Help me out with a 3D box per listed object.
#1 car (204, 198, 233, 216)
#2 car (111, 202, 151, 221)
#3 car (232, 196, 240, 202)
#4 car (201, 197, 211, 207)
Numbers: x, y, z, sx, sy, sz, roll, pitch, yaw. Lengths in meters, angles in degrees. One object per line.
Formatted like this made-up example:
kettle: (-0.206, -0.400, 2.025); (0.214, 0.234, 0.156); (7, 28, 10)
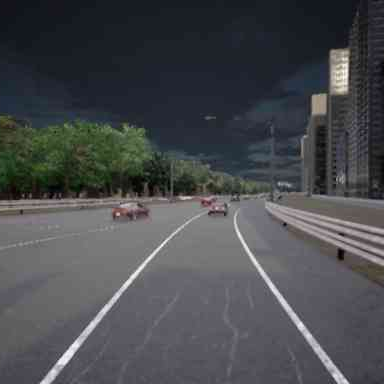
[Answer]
car: (2.765, 1.617, 34.068); (2.033, 1.411, 5.357); (0, 0, 9)
car: (-4.985, 1.530, 27.540); (1.812, 1.442, 4.674); (1, 0, 16)
car: (10.815, 1.812, 82.268); (1.837, 1.490, 4.892); (0, 0, 16)
car: (2.875, 1.628, 54.773); (1.882, 1.535, 5.008); (0, 0, 16)
